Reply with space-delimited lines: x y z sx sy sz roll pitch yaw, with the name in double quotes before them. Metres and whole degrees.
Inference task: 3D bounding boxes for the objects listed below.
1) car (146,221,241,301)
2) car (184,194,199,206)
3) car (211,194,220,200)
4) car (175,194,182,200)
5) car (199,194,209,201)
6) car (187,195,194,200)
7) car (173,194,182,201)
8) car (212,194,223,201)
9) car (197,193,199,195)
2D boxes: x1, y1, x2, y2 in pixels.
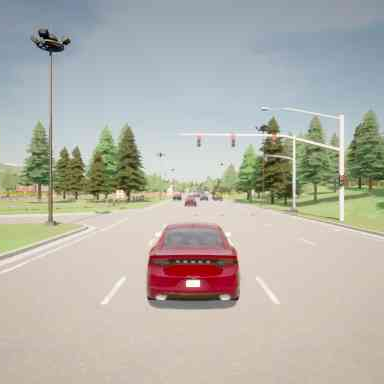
"car" 0.031 1.478 8.398 1.882 1.535 5.008 0 0 0
"car" -0.204 1.525 53.000 1.812 1.442 4.674 0 0 0
"car" 6.636 1.372 94.060 2.033 1.411 5.357 0 0 0
"car" -3.864 1.310 94.019 1.882 1.535 5.008 0 0 0
"car" 3.175 1.516 84.043 1.812 1.442 4.674 0 0 0
"car" -0.364 1.427 94.062 1.895 1.301 4.718 0 0 0
"car" -3.824 1.469 83.599 1.882 1.535 5.008 0 0 0
"car" 6.676 1.516 83.640 2.128 1.511 4.902 0 0 0
"car" 3.136 1.357 94.046 2.128 1.511 4.902 0 0 0
